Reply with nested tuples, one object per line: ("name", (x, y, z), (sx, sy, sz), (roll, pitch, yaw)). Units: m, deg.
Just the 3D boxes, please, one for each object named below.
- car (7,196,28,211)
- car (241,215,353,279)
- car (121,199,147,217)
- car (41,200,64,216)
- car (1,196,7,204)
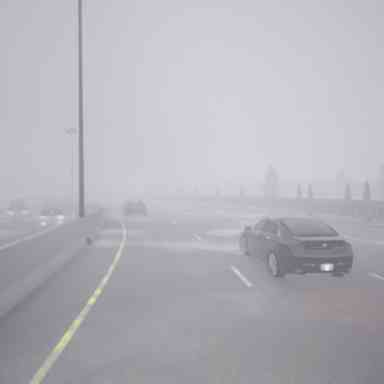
("car", (-21.822, 1.529, 41.689), (1.837, 1.490, 4.892), (0, 0, -29))
("car", (2.823, 1.456, 9.993), (1.837, 1.490, 4.892), (0, 0, -6))
("car", (-5.468, 1.415, 31.072), (2.128, 1.511, 4.902), (0, 0, -19))
("car", (-13.696, 1.506, 32.694), (1.812, 1.442, 4.674), (0, 0, -22))
("car", (-37.055, 1.545, 67.013), (1.812, 1.442, 4.674), (-1, 0, -45))
